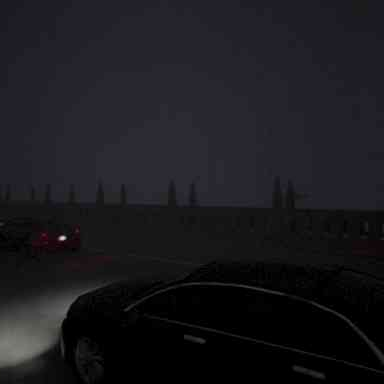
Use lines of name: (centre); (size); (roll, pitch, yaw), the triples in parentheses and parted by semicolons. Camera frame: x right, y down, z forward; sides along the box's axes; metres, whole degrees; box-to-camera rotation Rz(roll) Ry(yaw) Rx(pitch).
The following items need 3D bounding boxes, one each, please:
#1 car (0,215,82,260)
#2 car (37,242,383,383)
car: (-6.101, 1.565, 12.642); (4.181, 1.385, 1.994); (0, 0, 35)
car: (0.564, 1.504, 3.597); (4.892, 1.490, 1.837); (0, 0, 35)
